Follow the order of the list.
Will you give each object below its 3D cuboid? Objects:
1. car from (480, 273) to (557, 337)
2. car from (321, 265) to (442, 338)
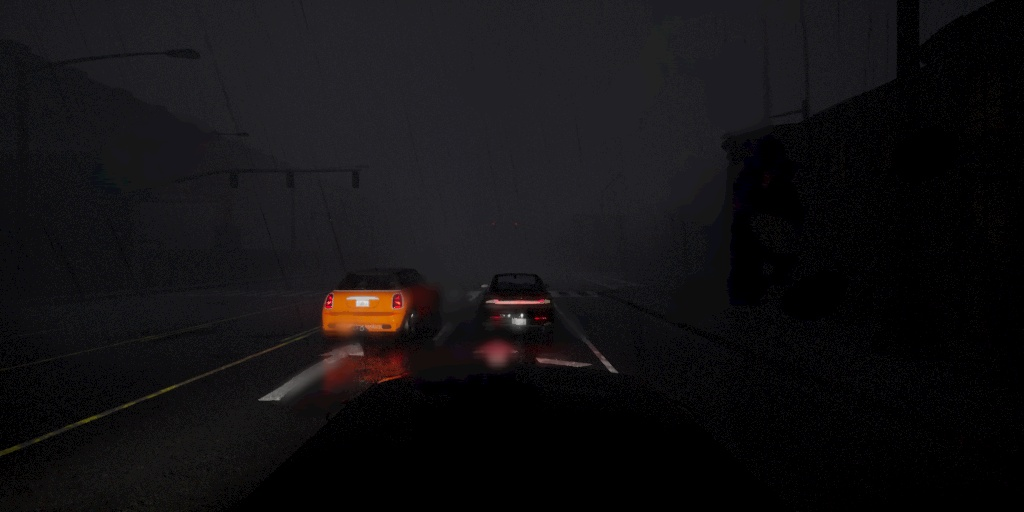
[{"bbox_3d":[0.104,1.241,10.332,2.128,1.511,4.902,0,0,-1],"label":"car"},{"bbox_3d":[-3.405,1.101,10.286,2.097,1.767,4.553,0,0,0],"label":"car"}]
